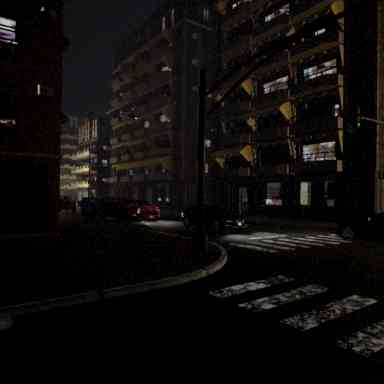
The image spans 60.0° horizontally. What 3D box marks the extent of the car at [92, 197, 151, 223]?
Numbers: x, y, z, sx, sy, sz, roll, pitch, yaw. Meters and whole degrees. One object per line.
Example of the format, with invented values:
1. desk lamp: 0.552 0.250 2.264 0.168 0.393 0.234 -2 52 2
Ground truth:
1. car: -5.521 1.310 25.459 2.192 1.841 5.009 1 -1 -35

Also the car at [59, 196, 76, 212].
1. car: -15.190 1.369 39.108 2.192 1.841 5.009 1 -1 -35

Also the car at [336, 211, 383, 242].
1. car: 8.855 1.534 14.517 1.882 1.535 5.008 1 -1 -36

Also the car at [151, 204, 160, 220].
1. car: -4.519 1.405 28.315 2.097 1.767 4.553 1 -1 -35

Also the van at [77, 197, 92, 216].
1. van: -8.745 1.355 30.008 1.690 1.788 3.998 1 -1 -35

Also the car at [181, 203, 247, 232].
1. car: 1.214 1.527 20.273 1.837 1.490 4.892 1 -1 -36

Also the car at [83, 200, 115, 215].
1. car: -10.230 1.651 36.378 1.994 1.385 4.181 1 -1 -35

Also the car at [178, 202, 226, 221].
1. car: 0.806 1.686 30.151 1.752 1.417 4.829 1 -1 -35

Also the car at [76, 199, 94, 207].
1. car: -18.434 1.868 57.309 1.802 1.307 4.206 1 -1 -35
